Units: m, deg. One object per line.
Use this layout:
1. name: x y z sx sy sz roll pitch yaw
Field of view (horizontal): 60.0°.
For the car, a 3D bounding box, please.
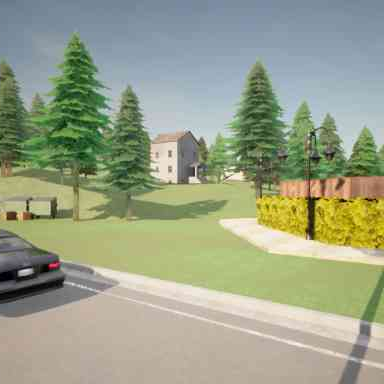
1. car: -5.144 1.547 7.662 5.357 1.411 2.033 0 0 36
